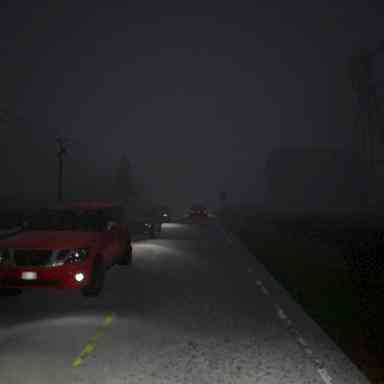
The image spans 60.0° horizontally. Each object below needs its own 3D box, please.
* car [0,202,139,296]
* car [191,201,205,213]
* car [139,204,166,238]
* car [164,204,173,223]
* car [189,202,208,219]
[{"bbox_3d":[-3.146,1.332,9.302,2.150,2.045,5.566,0,-1,1],"label":"car"},{"bbox_3d":[0.866,2.079,46.611,1.812,1.442,4.674,0,-1,1],"label":"car"},{"bbox_3d":[-2.912,1.708,19.567,1.882,1.535,5.008,0,-1,1],"label":"car"},{"bbox_3d":[-2.762,1.853,29.538,1.837,1.490,4.892,0,-1,1],"label":"car"},{"bbox_3d":[0.647,1.947,33.591,2.033,1.411,5.357,0,-1,1],"label":"car"}]
